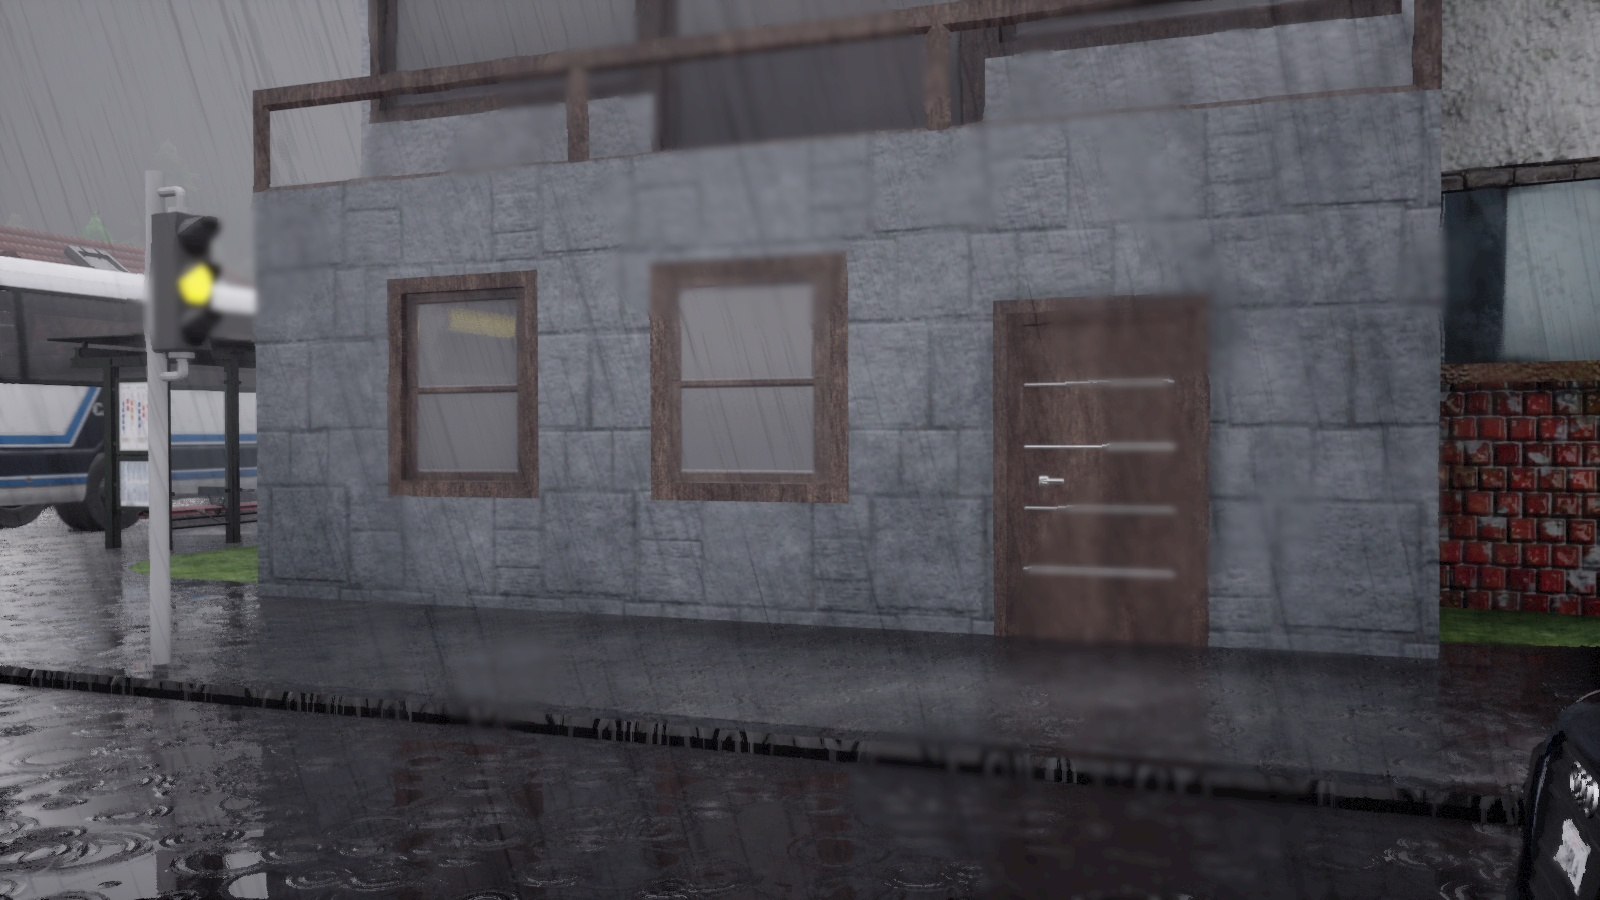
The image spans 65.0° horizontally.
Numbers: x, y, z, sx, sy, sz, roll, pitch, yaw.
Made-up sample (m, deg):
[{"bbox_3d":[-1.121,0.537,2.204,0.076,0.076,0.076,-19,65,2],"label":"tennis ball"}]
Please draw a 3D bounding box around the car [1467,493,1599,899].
[{"bbox_3d":[3.777,0.866,2.418,4.181,1.385,1.994,1,1,21],"label":"car"}]

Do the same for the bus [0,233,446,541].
[{"bbox_3d":[-11.192,-0.957,22.774,3.944,4.253,10.273,1,1,20],"label":"bus"}]
